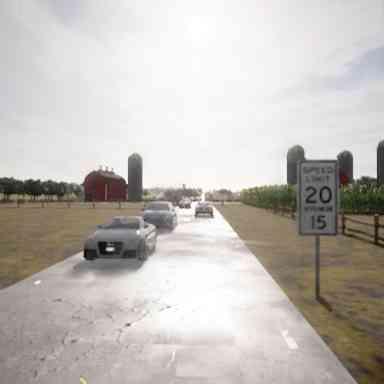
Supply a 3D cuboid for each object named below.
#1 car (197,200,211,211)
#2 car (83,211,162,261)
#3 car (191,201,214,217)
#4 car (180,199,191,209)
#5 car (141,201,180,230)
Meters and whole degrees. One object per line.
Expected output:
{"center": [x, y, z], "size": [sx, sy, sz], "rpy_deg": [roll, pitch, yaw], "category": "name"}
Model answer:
{"center": [1.674, 1.856, 46.737], "size": [1.895, 1.301, 4.718], "rpy_deg": [0, -1, 2], "category": "car"}
{"center": [-2.476, 1.617, 12.361], "size": [1.994, 1.385, 4.181], "rpy_deg": [0, 0, 2], "category": "car"}
{"center": [1.223, 1.701, 33.824], "size": [2.033, 1.411, 5.357], "rpy_deg": [0, 0, 2], "category": "car"}
{"center": [-1.086, 1.798, 52.010], "size": [2.128, 1.511, 4.902], "rpy_deg": [0, -1, 2], "category": "car"}
{"center": [-2.142, 1.445, 21.717], "size": [2.097, 1.767, 4.553], "rpy_deg": [0, 0, 2], "category": "car"}
